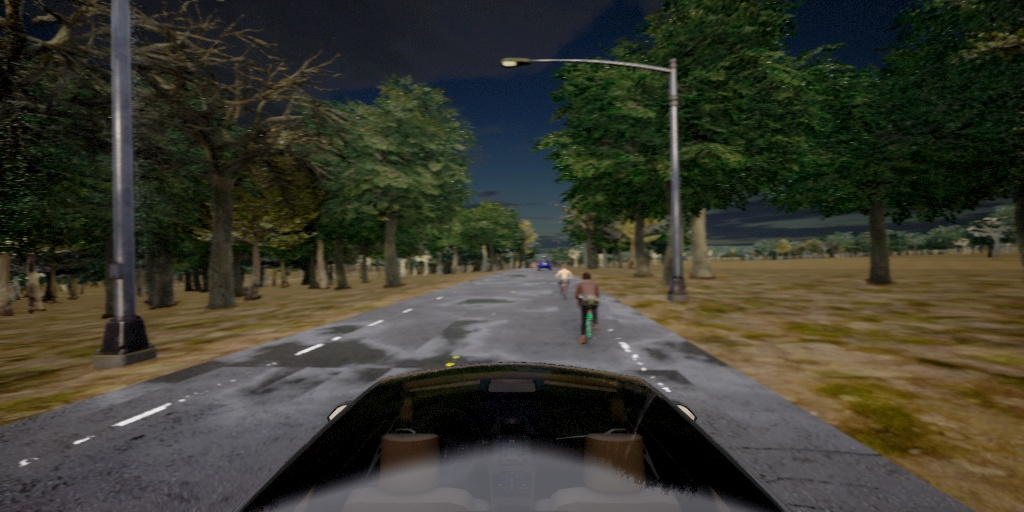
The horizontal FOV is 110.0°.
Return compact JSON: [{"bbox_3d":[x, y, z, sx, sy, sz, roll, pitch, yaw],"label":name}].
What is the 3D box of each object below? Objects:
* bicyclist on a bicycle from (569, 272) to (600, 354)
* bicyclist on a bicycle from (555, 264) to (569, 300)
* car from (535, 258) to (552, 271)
[{"bbox_3d":[1.651,1.183,7.765,0.582,1.620,1.656,-1,0,5],"label":"bicyclist on a bicycle"},{"bbox_3d":[2.439,1.190,16.736,0.866,1.612,1.509,-1,0,5],"label":"bicyclist on a bicycle"},{"bbox_3d":[5.370,1.391,58.729,2.150,2.045,5.566,-1,-1,5],"label":"car"}]
